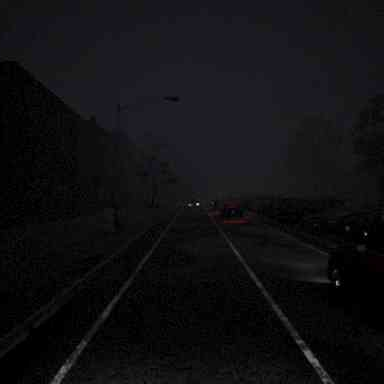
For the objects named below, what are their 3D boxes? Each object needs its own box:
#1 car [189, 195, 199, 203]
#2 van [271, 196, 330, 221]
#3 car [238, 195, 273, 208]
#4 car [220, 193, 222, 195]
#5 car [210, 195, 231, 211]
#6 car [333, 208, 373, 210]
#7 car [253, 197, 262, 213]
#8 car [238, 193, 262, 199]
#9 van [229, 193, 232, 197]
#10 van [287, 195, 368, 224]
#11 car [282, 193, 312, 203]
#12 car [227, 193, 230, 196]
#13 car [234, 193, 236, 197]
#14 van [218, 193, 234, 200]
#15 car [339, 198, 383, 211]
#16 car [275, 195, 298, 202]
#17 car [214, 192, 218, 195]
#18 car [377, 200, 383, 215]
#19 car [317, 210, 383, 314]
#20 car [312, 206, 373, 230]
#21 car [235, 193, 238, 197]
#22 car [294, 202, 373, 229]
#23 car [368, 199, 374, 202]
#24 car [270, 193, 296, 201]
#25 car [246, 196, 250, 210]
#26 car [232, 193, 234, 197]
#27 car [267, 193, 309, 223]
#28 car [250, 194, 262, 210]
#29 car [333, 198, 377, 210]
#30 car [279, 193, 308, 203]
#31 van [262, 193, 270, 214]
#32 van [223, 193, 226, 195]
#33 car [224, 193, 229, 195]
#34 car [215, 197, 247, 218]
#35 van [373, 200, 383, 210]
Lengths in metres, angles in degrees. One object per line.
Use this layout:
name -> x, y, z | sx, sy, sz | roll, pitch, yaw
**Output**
car -> 0.357, 1.456, 65.618 | 1.837, 1.490, 4.892 | 0, 0, 0
van -> 9.205, 1.353, 28.404 | 4.442, 1.987, 1.878 | 0, 0, 0
car -> 9.141, 1.394, 48.028 | 4.553, 1.767, 2.185 | 0, 0, 0
car -> 9.465, 1.442, 73.256 | 5.366, 1.575, 1.946 | 0, 0, 0
car -> 3.490, 1.538, 42.359 | 1.837, 1.490, 4.892 | 0, 1, 1
car -> 9.057, 1.626, 14.381 | 4.792, 1.488, 2.163 | 0, 0, 0
car -> 9.105, 1.562, 34.012 | 4.892, 1.521, 2.231 | 0, 0, 0
car -> 9.120, 1.285, 42.421 | 5.566, 2.045, 2.435 | 0, 0, 0
van -> 9.092, 1.268, 56.438 | 4.442, 1.987, 1.878 | 0, 0, 0
van -> 9.181, 1.369, 22.799 | 4.442, 1.987, 1.878 | 0, 0, 0
car -> 22.321, 1.266, 70.763 | 5.566, 2.045, 2.435 | 0, 0, 0
car -> 9.214, 1.486, 59.241 | 5.008, 1.535, 2.097 | 0, 0, 0
car -> 9.153, 1.385, 50.831 | 4.553, 1.767, 2.185 | 0, 0, 0
van -> 9.481, 1.205, 92.877 | 4.442, 1.987, 1.878 | 0, 0, 0
car -> 22.043, 1.597, 42.765 | 5.366, 1.575, 1.946 | 0, 0, 0
car -> 22.378, 1.498, 78.994 | 5.008, 1.535, 2.097 | 0, 0, 0
car -> 9.369, 1.177, 87.270 | 5.566, 2.045, 2.435 | 0, 0, 0
car -> 22.164, 1.655, 34.437 | 4.792, 1.488, 2.163 | 0, 0, 0
car -> 4.248, 1.390, 6.070 | 2.097, 1.767, 4.553 | 0, 0, 0
car -> 9.037, 1.638, 17.190 | 4.674, 1.452, 2.002 | 0, 0, 0
car -> 9.132, 1.276, 45.224 | 5.566, 2.045, 2.435 | 0, 0, 0
car -> 9.058, 1.598, 19.993 | 4.892, 1.521, 2.231 | 0, 0, 0
car -> 22.236, 1.492, 37.213 | 4.553, 1.767, 2.185 | 0, 0, 0
car -> 22.368, 1.243, 81.780 | 5.566, 2.045, 2.435 | 0, 0, 0
car -> 9.132, 1.585, 39.618 | 4.674, 1.452, 2.002 | 0, 0, 0
car -> 9.227, 1.377, 53.634 | 4.553, 1.767, 2.185 | 0, 0, 0
car -> 9.049, 1.335, 25.601 | 5.566, 2.045, 2.435 | 0, 0, 0
car -> 9.155, 1.428, 36.814 | 4.553, 1.767, 2.185 | 0, 0, 0
car -> 22.246, 1.594, 45.541 | 4.892, 1.521, 2.231 | 0, 0, 0
car -> 22.332, 1.258, 73.425 | 5.566, 2.045, 2.435 | 0, 0, 0
van -> 9.217, 1.345, 31.207 | 4.442, 1.987, 1.878 | 0, 0, 0
van -> 9.140, 1.235, 67.651 | 4.442, 1.987, 1.878 | 0, 0, 0
car -> 9.214, 1.499, 64.848 | 4.792, 1.488, 2.163 | 0, 0, 0
car -> 3.454, 1.531, 30.434 | 1.882, 1.535, 5.008 | 0, 0, 1
van -> 9.133, 1.362, 11.579 | 4.442, 1.987, 1.878 | 0, 0, 0
